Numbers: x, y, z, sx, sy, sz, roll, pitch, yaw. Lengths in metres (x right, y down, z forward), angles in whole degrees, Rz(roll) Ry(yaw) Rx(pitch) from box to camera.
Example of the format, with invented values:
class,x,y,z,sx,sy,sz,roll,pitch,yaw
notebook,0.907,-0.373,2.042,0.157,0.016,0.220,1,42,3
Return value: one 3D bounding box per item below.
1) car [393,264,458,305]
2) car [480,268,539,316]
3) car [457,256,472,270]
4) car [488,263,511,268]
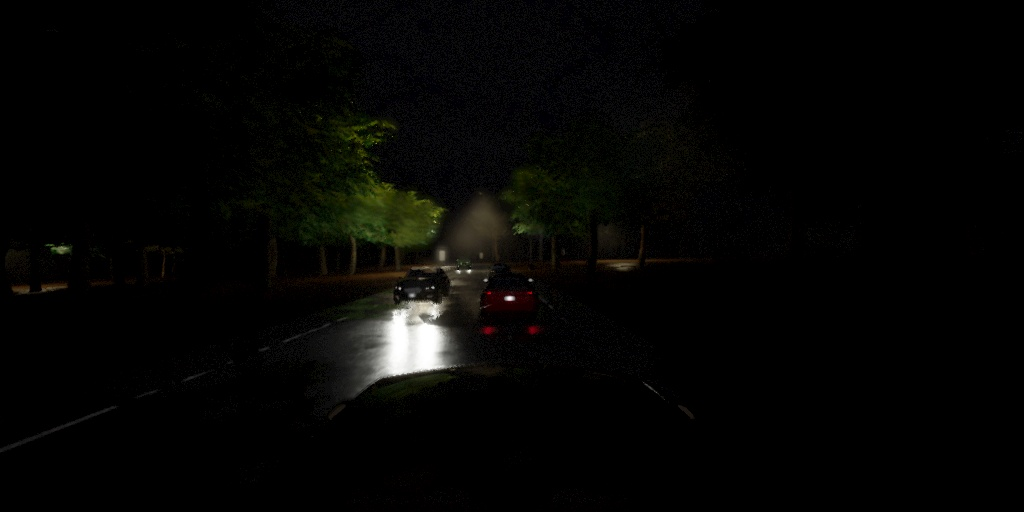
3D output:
class,x,y,z,sx,sy,sz,roll,pitch,yaw
car,-3.936,1.255,16.259,2.128,1.511,4.902,0,0,-2
car,-0.136,1.320,13.365,1.994,1.385,4.181,0,0,-2
car,-7.542,1.095,56.858,2.150,2.045,5.566,0,0,-7
car,-1.025,1.332,30.351,1.812,1.442,4.674,0,0,-4
